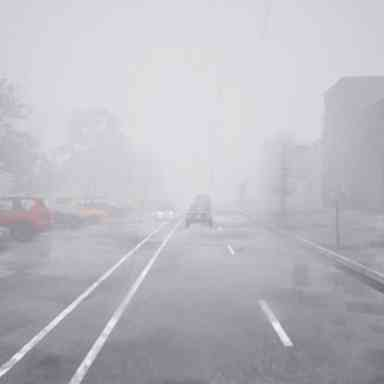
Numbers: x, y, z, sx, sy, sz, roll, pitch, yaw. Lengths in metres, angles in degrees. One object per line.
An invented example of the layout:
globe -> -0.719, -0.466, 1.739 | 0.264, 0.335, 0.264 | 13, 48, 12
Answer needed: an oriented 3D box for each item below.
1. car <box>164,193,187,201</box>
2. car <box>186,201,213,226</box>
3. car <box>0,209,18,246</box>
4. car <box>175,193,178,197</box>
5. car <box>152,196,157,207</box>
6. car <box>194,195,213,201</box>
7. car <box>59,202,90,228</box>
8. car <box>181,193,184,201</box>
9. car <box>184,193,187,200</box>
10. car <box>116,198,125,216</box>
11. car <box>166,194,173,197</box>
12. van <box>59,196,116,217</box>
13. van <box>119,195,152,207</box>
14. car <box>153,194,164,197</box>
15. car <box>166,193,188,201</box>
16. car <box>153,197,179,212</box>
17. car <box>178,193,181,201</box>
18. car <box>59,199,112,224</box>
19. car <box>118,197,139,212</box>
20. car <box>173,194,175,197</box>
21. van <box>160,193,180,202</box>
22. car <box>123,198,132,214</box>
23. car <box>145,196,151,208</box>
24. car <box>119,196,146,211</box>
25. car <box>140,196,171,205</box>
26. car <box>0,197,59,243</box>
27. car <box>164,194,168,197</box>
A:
car -> -4.451, 1.266, 89.286 | 5.566, 2.045, 2.435 | -1, 0, -15
car -> 0.532, 1.598, 23.778 | 2.033, 1.411, 5.357 | 0, 0, 2
car -> -9.352, 1.546, 12.331 | 4.674, 1.452, 2.002 | -1, 0, -19
car -> -5.995, 1.474, 71.568 | 4.553, 1.767, 2.185 | -1, 0, -15
car -> -7.840, 1.658, 47.905 | 4.674, 1.452, 2.002 | -1, 0, -16
car -> 1.424, 1.335, 42.662 | 2.150, 2.045, 5.566 | 0, 0, 3
car -> -9.132, 1.571, 21.239 | 4.674, 1.452, 2.002 | -1, 0, -18
car -> -5.500, 1.327, 77.466 | 5.566, 2.045, 2.435 | -1, 0, -15
car -> -4.552, 1.528, 86.388 | 5.366, 1.575, 1.946 | -1, 0, -15
car -> -8.803, 1.604, 30.143 | 4.674, 1.452, 2.002 | -1, 0, -18
car -> -6.779, 1.618, 59.809 | 5.366, 1.575, 1.946 | -1, 0, -15
van -> -8.819, 1.325, 27.216 | 4.442, 1.987, 1.878 | -1, -1, -18
van -> -8.145, 1.389, 44.901 | 4.442, 1.987, 1.878 | -1, 0, -17
car -> -7.392, 1.498, 53.839 | 4.553, 1.767, 2.185 | -1, 0, -16
car -> -4.252, 1.250, 92.207 | 5.566, 2.045, 2.435 | -1, 1, -15
car -> -3.055, 1.675, 40.309 | 1.994, 1.385, 4.181 | 0, 0, 3
car -> -5.723, 1.589, 74.531 | 5.008, 1.535, 2.097 | -1, 0, -15
car -> -8.858, 1.536, 24.267 | 5.366, 1.575, 1.946 | -1, 0, -18
car -> -8.524, 1.628, 36.039 | 4.674, 1.452, 2.002 | -1, 0, -17
car -> -6.488, 1.644, 65.661 | 4.792, 1.488, 2.163 | -1, 0, -15
van -> -5.331, 1.340, 80.388 | 4.442, 1.987, 1.878 | -1, 0, -15
car -> -8.652, 1.616, 33.094 | 4.674, 1.452, 2.002 | 0, -1, -17
car -> -8.204, 1.606, 41.971 | 5.008, 1.535, 2.097 | -1, 0, -17
car -> -8.557, 1.597, 38.952 | 5.366, 1.575, 1.946 | -1, 0, -17
car -> -6.891, 1.619, 62.669 | 5.366, 1.575, 1.946 | -1, 0, -15
car -> -9.318, 1.263, 15.287 | 5.566, 2.045, 2.435 | -1, 0, -19
car -> -7.201, 1.625, 56.796 | 4.892, 1.521, 2.231 | -1, 0, -16
